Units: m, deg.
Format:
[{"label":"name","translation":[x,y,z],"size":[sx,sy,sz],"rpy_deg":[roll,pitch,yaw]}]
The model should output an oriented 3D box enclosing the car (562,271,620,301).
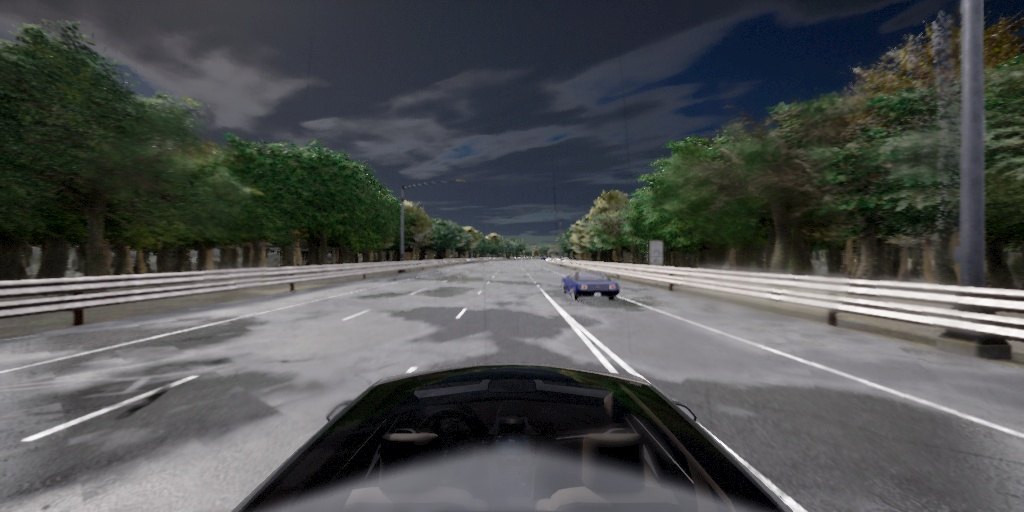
[{"label":"car","translation":[3.593,1.349,17.336],"size":[1.895,1.301,4.718],"rpy_deg":[0,0,-1]}]
